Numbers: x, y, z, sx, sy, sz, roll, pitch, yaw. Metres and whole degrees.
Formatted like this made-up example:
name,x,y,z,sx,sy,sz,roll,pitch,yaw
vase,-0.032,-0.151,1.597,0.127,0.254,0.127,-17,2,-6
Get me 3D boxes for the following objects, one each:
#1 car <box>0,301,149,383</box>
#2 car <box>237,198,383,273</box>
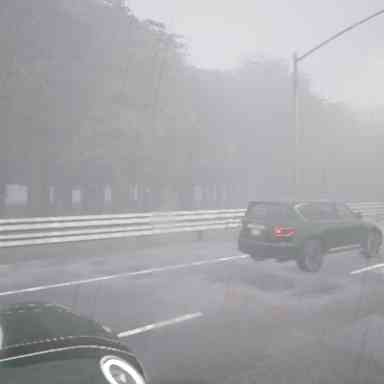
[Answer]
name,x,y,z,sx,sy,sz,roll,pitch,yaw
car,-2.474,1.351,1.983,4.553,1.767,2.097,0,0,-35
car,3.973,1.203,10.879,5.566,2.045,2.150,0,0,-36
